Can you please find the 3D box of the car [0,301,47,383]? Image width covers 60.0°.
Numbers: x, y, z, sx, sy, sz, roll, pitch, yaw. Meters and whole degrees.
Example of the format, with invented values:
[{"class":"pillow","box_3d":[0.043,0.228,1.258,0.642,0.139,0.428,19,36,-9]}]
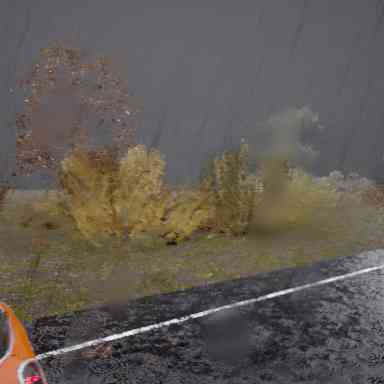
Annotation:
[{"class":"car","box_3d":[-3.149,1.350,1.615,4.553,1.767,2.097,0,0,-36]}]
